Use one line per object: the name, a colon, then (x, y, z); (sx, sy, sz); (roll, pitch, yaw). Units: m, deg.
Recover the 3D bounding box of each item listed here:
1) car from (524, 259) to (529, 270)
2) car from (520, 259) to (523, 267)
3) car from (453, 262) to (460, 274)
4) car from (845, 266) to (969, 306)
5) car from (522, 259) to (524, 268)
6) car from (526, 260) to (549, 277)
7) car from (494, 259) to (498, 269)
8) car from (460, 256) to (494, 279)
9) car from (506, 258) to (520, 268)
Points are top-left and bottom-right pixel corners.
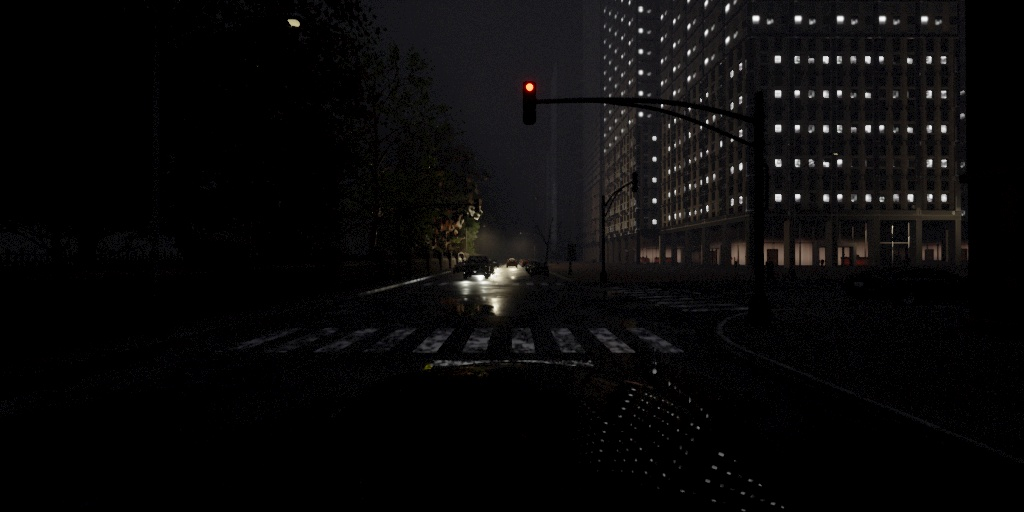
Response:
car: (2.687, 1.332, 41.248); (1.948, 1.339, 4.313); (0, 0, 0)
car: (2.687, 1.333, 63.778); (1.888, 1.381, 4.507); (0, 0, 0)
car: (-5.693, 1.348, 41.247); (1.802, 1.307, 4.207); (0, 0, 0)
car: (14.684, 1.025, 13.033); (4.313, 1.339, 1.948); (0, 0, 0)
car: (2.687, 1.336, 46.880); (1.948, 1.339, 4.313); (0, 0, 0)
car: (2.687, 1.328, 35.615); (1.948, 1.339, 4.313); (0, 0, 0)
car: (-3.102, 1.258, 43.121); (2.128, 1.511, 4.902); (0, 0, 0)
car: (-3.103, 0.982, 32.821); (2.150, 2.045, 5.566); (0, 0, 0)
car: (-0.003, 1.264, 62.068); (1.882, 1.535, 5.008); (0, 0, 0)
